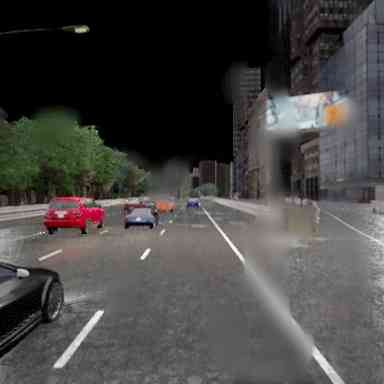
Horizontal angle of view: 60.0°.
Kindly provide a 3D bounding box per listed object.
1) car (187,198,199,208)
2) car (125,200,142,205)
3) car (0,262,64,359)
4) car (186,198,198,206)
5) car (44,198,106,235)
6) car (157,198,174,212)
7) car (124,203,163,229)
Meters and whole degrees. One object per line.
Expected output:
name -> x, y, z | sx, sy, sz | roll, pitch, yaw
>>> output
car -> 0.121, 1.795, 54.434 | 1.882, 1.535, 5.008 | 0, 0, 0
car -> -6.893, 1.721, 40.203 | 1.882, 1.535, 5.008 | 0, 0, 0
car -> -3.399, 1.600, 4.616 | 1.994, 1.385, 4.181 | 0, 0, 0
car -> 0.016, 1.876, 65.726 | 2.128, 1.511, 4.902 | 0, 0, 0
car -> -6.895, 1.360, 20.160 | 2.150, 2.045, 5.566 | 0, 0, 0
car -> -3.388, 1.607, 42.605 | 2.097, 1.767, 4.553 | 0, 0, 0
car -> -3.395, 1.719, 23.166 | 1.994, 1.385, 4.181 | 0, 0, 0
